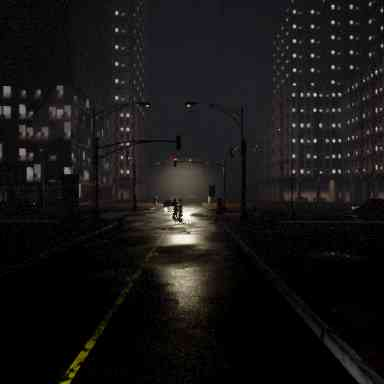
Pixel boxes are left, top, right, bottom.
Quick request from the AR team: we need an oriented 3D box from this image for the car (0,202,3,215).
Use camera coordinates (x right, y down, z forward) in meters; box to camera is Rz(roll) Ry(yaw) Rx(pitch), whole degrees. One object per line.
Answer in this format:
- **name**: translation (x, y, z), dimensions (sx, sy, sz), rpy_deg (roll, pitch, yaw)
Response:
- **car**: translation (-18.900, 1.415, 27.732), dimensions (4.829, 1.417, 1.752), rpy_deg (0, -1, -1)

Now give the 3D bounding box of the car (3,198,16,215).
- **car**: translation (-19.391, 1.375, 30.440), dimensions (5.008, 1.535, 1.882), rpy_deg (0, 0, -1)

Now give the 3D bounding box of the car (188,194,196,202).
- **car**: translation (-0.013, 1.575, 79.023), dimensions (1.895, 1.301, 4.718), rpy_deg (0, 0, 0)

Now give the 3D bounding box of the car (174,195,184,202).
- **car**: translation (-3.014, 1.525, 78.803), dimensions (2.033, 1.411, 5.357), rpy_deg (0, 0, 0)

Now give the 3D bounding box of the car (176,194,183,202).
- **car**: translation (-3.059, 1.344, 63.879), dimensions (2.097, 1.767, 4.553), rpy_deg (0, 0, 0)

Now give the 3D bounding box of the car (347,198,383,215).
- **car**: translation (18.491, 1.448, 34.267), dimensions (4.553, 1.767, 2.097), rpy_deg (0, 0, -1)

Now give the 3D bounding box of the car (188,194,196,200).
- **car**: translation (-0.016, 1.357, 88.998), dimensions (2.033, 1.411, 5.357), rpy_deg (0, 0, 0)

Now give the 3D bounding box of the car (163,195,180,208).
- **car**: translation (-3.117, 1.559, 48.657), dimensions (1.994, 1.385, 4.181), rpy_deg (0, 0, -1)

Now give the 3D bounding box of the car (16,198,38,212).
- **car**: translation (-19.212, 1.360, 36.368), dimensions (4.097, 1.590, 1.967), rpy_deg (0, -1, -1)

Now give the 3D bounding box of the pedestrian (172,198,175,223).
- **pedestrian**: translation (-1.162, 1.290, 23.296), dimensions (0.375, 1.860, 0.375), rpy_deg (0, 0, 0)

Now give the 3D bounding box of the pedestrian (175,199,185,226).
- **pedestrian**: translation (-0.733, 1.293, 22.097), dimensions (0.375, 1.860, 0.375), rpy_deg (0, 0, 0)

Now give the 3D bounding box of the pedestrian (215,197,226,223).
- **pedestrian**: translation (1.934, 1.170, 22.698), dimensions (0.375, 1.860, 0.375), rpy_deg (0, 0, 0)
